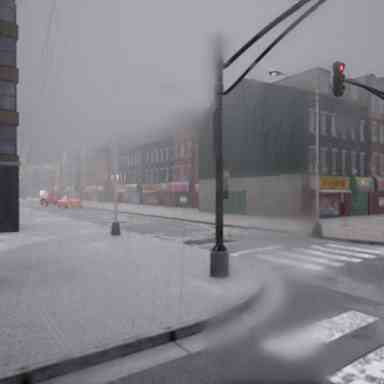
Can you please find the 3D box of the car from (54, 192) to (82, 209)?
[{"bbox_3d":[-15.866,1.214,43.005,2.097,1.767,4.553,0,0,-36],"label":"car"}]

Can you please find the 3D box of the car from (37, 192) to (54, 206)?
[{"bbox_3d":[-21.608,1.053,50.943,2.150,2.045,5.566,0,0,-36],"label":"car"}]
